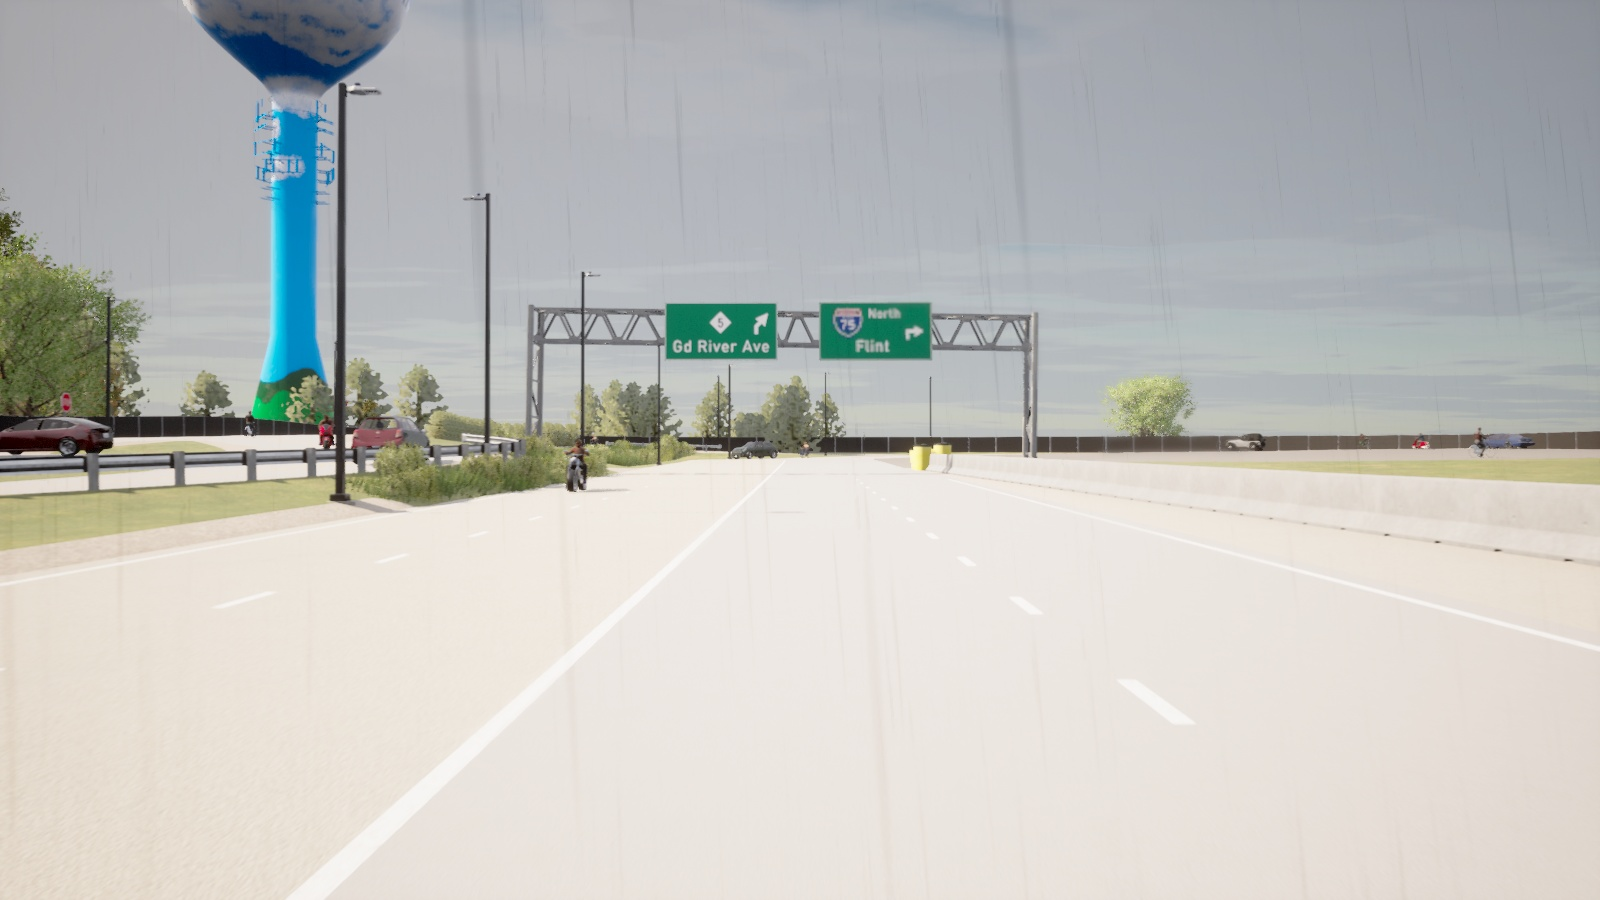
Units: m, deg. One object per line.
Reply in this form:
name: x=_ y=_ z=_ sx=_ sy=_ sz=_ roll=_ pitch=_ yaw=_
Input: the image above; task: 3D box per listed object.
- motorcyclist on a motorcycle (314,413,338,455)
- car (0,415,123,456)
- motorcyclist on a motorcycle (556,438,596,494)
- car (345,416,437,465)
motorcyclist on a motorcycle: x=-18.006 y=-0.624 z=47.726 sx=0.797 sy=1.523 sz=2.044 roll=-1 pitch=2 yaw=-19
car: x=-28.716 y=-0.555 z=47.725 sx=4.792 sy=1.488 sz=2.163 roll=0 pitch=3 yaw=-1
motorcyclist on a motorcycle: x=-6.768 y=0.459 z=37.991 sx=0.766 sy=1.649 sz=2.350 roll=0 pitch=1 yaw=0
car: x=-13.085 y=-0.339 z=40.371 sx=1.845 sy=1.501 sz=3.633 roll=0 pitch=2 yaw=-2
